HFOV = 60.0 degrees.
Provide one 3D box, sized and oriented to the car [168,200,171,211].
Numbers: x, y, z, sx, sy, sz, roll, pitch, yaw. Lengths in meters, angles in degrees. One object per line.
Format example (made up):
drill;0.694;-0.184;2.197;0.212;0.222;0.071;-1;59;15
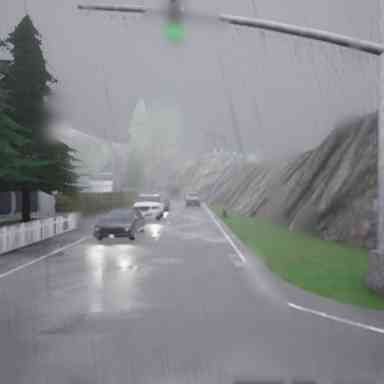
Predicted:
car;-3.473;1.448;38.391;2.033;1.411;5.357;0;0;1

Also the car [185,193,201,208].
car;0.173;1.340;46.035;1.882;1.535;5.008;0;0;0

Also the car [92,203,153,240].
car;-3.559;1.562;17.388;2.033;1.411;5.357;0;0;0

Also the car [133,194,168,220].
car;-3.531;1.180;27.742;2.150;2.045;5.566;0;0;0
